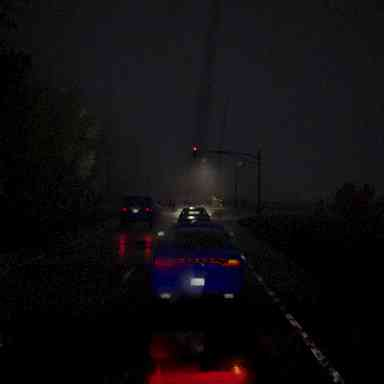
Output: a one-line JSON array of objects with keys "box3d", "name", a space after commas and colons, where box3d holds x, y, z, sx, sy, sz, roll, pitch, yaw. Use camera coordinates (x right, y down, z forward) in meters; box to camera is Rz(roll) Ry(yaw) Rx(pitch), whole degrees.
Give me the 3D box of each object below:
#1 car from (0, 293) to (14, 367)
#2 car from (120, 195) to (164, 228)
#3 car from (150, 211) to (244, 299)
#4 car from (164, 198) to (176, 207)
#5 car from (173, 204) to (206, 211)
[{"box3d": [-3.399, 1.353, 2.544, 2.097, 1.767, 4.553, 0, 0, 0], "name": "car"}, {"box3d": [-3.391, 1.226, 22.619, 2.150, 2.045, 5.566, 0, 0, 0], "name": "car"}, {"box3d": [0.103, 1.480, 8.501, 1.882, 1.535, 5.008, 0, 0, 0], "name": "car"}, {"box3d": [-3.382, 1.554, 49.634, 2.033, 1.411, 5.357, 0, 0, 0], "name": "car"}, {"box3d": [0.110, 1.552, 18.177, 2.033, 1.411, 5.357, 0, 0, 0], "name": "car"}]
